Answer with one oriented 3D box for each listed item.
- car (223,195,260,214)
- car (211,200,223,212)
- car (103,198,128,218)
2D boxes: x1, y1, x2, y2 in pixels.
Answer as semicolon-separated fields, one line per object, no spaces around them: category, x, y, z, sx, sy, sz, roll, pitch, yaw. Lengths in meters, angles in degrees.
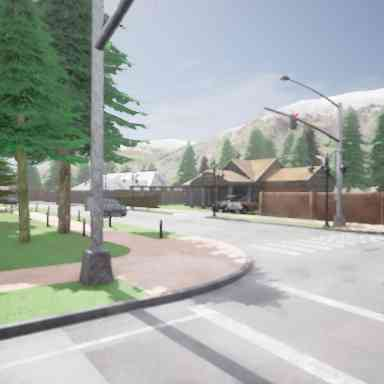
car;5.892;1.320;34.548;4.605;1.855;1.932;0;0;-37
car;4.071;1.319;36.325;3.866;1.878;1.905;0;0;-37
car;-7.870;1.414;31.486;2.097;1.767;4.553;0;0;-37
